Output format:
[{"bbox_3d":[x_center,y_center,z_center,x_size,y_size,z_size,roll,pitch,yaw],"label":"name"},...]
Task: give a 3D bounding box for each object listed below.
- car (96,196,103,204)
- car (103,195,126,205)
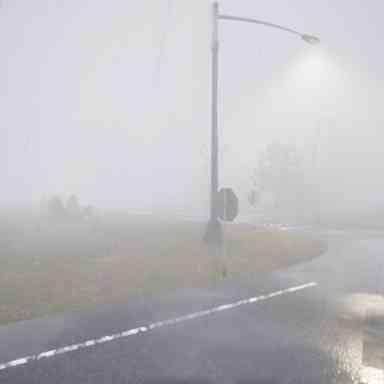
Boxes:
[{"bbox_3d":[-16.111,1.406,61.103,2.128,1.511,4.902,0,0,-34],"label":"car"},{"bbox_3d":[-12.872,1.277,56.373,2.097,1.767,4.553,0,0,-33],"label":"car"}]
